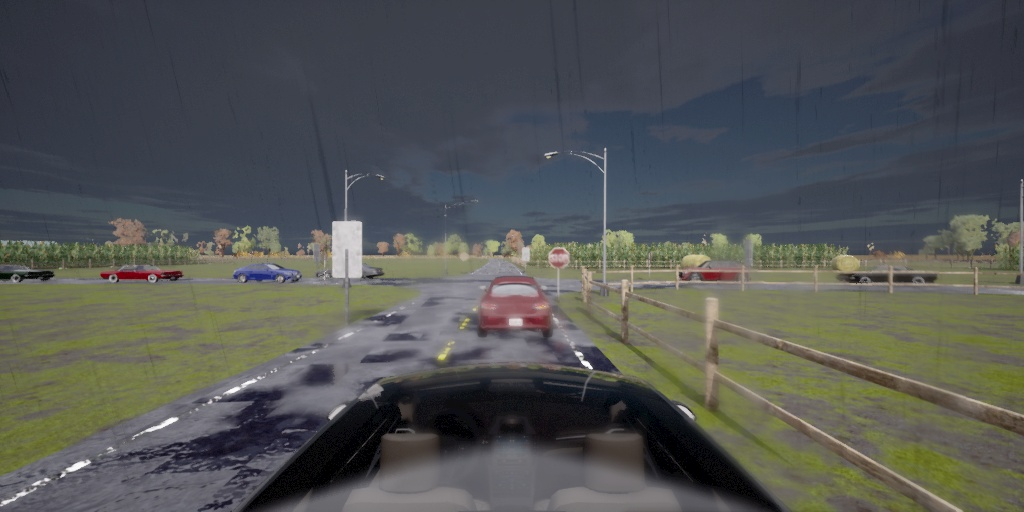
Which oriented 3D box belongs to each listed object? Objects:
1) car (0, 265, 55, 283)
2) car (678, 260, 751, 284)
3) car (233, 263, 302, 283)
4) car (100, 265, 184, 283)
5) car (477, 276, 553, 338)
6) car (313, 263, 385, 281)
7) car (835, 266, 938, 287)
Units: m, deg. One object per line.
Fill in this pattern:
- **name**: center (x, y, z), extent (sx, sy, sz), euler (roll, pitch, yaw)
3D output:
- **car**: center (-37.951, 1.330, 27.137), extent (4.718, 1.301, 1.895), euler (0, 0, -1)
- **car**: center (14.575, 1.097, 26.128), extent (4.553, 1.767, 2.097), euler (0, 0, 10)
- **car**: center (-18.277, 1.262, 26.845), extent (4.674, 1.442, 1.812), euler (0, 0, 3)
- **car**: center (-27.874, 1.334, 27.162), extent (4.718, 1.301, 1.895), euler (0, 0, 1)
- **car**: center (0.063, 1.274, 10.104), extent (1.812, 1.442, 4.674), euler (0, 0, 0)
- **car**: center (-13.346, 1.266, 29.546), extent (5.357, 1.411, 2.033), euler (0, 0, 4)
- **car**: center (24.963, 1.358, 24.142), extent (4.718, 1.301, 1.895), euler (0, 0, 12)
